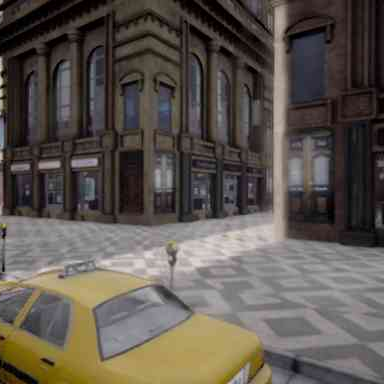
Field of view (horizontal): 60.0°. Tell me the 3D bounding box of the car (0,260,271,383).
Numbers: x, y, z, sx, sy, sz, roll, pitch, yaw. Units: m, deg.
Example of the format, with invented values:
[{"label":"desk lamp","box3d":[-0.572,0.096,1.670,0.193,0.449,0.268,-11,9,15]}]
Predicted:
[{"label":"car","box3d":[-1.528,1.521,4.049,4.829,1.417,1.752,0,0,35]}]
